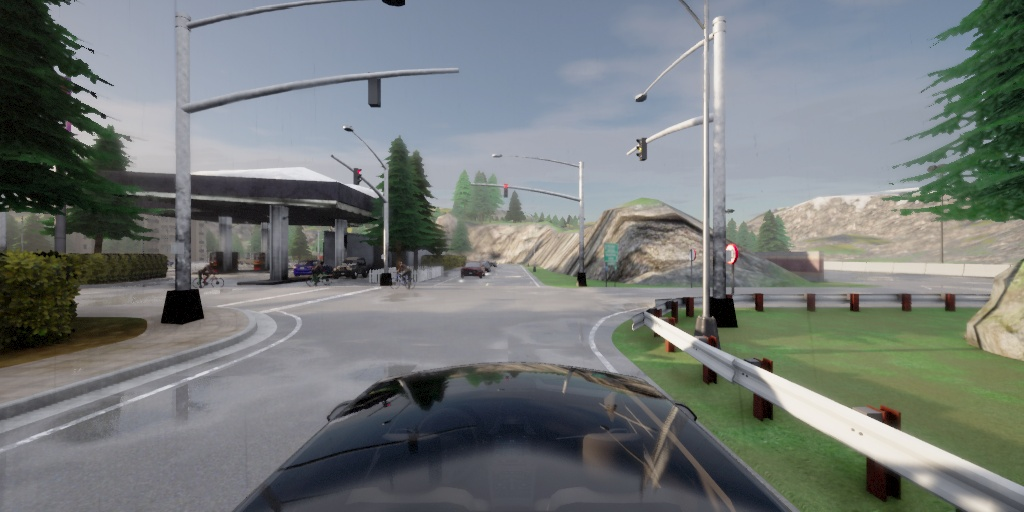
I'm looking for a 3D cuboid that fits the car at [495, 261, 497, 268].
[{"bbox_3d":[-3.509,1.351,59.752,1.895,1.301,4.718,0,0,1],"label":"car"}]

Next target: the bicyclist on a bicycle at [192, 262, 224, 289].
[{"bbox_3d":[-18.539,1.190,21.907,1.656,1.620,0.582,0,-1,-15],"label":"bicyclist on a bicycle"}]

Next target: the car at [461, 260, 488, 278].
[{"bbox_3d":[-3.576,1.228,33.469,1.882,1.535,5.008,0,0,0],"label":"car"}]

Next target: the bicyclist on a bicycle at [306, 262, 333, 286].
[{"bbox_3d":[-13.084,1.203,24.373,1.656,1.620,0.582,0,0,-40],"label":"bicyclist on a bicycle"}]

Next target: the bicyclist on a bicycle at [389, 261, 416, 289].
[{"bbox_3d":[-6.289,1.115,20.588,1.656,1.620,0.582,0,-1,12],"label":"bicyclist on a bicycle"}]

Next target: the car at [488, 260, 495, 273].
[{"bbox_3d":[-3.566,1.297,44.044,2.033,1.411,5.357,0,0,0],"label":"car"}]
